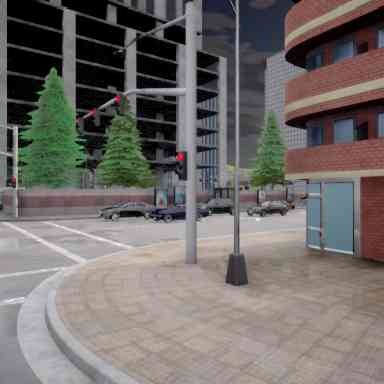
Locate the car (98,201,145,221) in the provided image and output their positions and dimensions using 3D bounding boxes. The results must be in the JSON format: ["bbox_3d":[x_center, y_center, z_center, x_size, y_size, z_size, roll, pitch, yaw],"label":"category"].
[{"bbox_3d":[-5.283,1.547,27.608,4.902,1.511,2.128,0,0,-35],"label":"car"}]

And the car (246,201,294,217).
[{"bbox_3d":[7.364,1.581,32.248,4.674,1.442,1.812,0,0,-35],"label":"car"}]

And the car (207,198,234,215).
[{"bbox_3d":[2.207,1.407,32.896,4.553,1.767,2.097,0,0,-35],"label":"car"}]

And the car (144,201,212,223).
[{"bbox_3d":[-1.021,1.656,26.332,4.718,1.301,1.895,0,0,-35],"label":"car"}]
